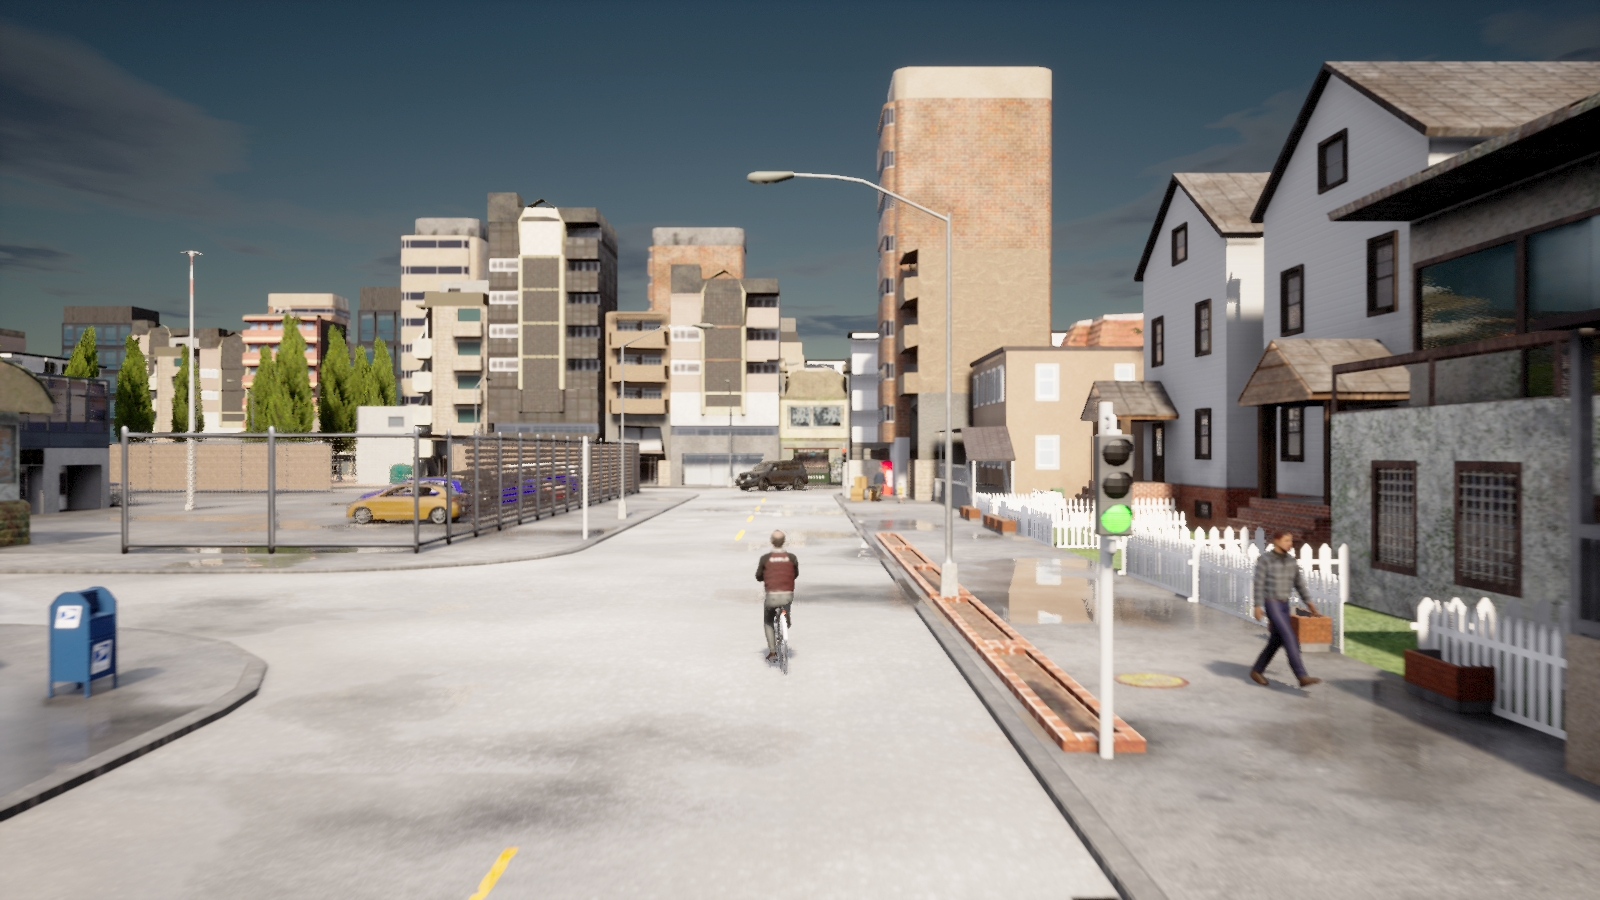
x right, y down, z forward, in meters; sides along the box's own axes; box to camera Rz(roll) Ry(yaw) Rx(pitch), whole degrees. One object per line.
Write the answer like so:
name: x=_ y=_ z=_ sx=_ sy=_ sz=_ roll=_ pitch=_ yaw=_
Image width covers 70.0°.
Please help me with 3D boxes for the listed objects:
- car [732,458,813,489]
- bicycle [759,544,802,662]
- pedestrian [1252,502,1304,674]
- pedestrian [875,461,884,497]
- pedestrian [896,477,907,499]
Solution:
car: x=-1.852 y=1.559 z=77.647 sx=2.150 sy=2.045 sz=5.566 roll=-1 pitch=0 yaw=45
bicycle: x=-0.271 y=1.940 z=14.874 sx=0.329 sy=1.271 sz=1.835 roll=-2 pitch=0 yaw=-7
pedestrian: x=5.346 y=1.524 z=12.786 sx=0.375 sy=1.860 sz=0.375 roll=0 pitch=0 yaw=-23
pedestrian: x=4.102 y=1.516 z=59.216 sx=0.375 sy=1.860 sz=0.375 roll=0 pitch=0 yaw=21
pedestrian: x=5.067 y=1.905 z=57.087 sx=0.500 sy=1.100 sz=0.500 roll=0 pitch=0 yaw=1
